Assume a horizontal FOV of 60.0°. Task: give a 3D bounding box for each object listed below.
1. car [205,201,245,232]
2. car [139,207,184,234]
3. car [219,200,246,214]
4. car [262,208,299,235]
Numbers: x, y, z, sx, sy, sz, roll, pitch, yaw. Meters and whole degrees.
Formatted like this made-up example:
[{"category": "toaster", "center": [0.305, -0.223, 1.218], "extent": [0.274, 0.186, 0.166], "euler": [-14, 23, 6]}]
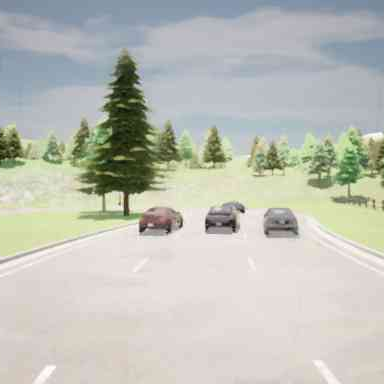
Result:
[{"category": "car", "center": [2.004, 1.574, 20.890], "extent": [2.128, 1.511, 4.902], "euler": [0, 0, 12]}, {"category": "car", "center": [-1.788, 1.612, 20.026], "extent": [1.812, 1.442, 4.674], "euler": [0, 0, 11]}, {"category": "car", "center": [4.672, 1.713, 39.086], "extent": [1.994, 1.385, 4.181], "euler": [0, 0, -11]}, {"category": "car", "center": [5.146, 1.616, 19.474], "extent": [2.033, 1.411, 5.357], "euler": [0, 0, 12]}]
